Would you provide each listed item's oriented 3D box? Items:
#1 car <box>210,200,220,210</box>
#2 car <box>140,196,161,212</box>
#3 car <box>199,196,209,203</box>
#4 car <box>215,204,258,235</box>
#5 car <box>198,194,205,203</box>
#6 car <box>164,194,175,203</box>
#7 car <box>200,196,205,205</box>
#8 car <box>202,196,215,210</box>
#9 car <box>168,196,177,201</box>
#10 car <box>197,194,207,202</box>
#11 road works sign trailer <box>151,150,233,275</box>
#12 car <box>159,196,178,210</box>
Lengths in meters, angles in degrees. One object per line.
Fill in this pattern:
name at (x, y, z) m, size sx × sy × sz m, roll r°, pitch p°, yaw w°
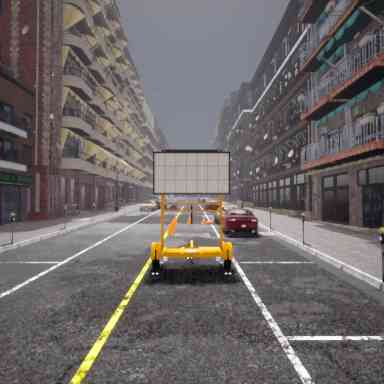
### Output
car at (2.586, 1.555, 24.514) m, size 1.752 × 1.417 × 4.829 m, roll 1°, pitch 0°, yaw 0°
car at (-5.293, 1.594, 40.828) m, size 1.752 × 1.417 × 4.829 m, roll 2°, pitch 0°, yaw 0°
car at (2.598, 1.626, 74.120) m, size 1.967 × 1.590 × 4.097 m, roll 1°, pitch 0°, yaw 0°
car at (2.586, 1.565, 18.812) m, size 1.887 × 1.381 × 4.507 m, roll 1°, pitch 0°, yaw 0°
car at (2.588, 1.684, 63.058) m, size 1.887 × 1.381 × 4.507 m, roll 1°, pitch 0°, yaw 0°
car at (-5.287, 1.526, 79.711) m, size 2.192 × 1.841 × 5.009 m, roll 1°, pitch 0°, yaw 0°
car at (2.586, 1.635, 46.466) m, size 2.008 × 1.369 × 4.403 m, roll 1°, pitch 0°, yaw 0°
car at (2.586, 1.614, 40.934) m, size 1.887 × 1.381 × 4.507 m, roll 1°, pitch 0°, yaw 0°
car at (-5.293, 1.830, 90.773) m, size 1.947 × 1.339 × 4.313 m, roll 1°, pitch 0°, yaw 0°
car at (2.559, 1.551, 85.182) m, size 2.192 × 1.841 × 5.009 m, roll 1°, pitch 0°, yaw 0°
road works sign trailer at (-0.009, 0.473, 10.485) m, size 2.380 × 3.560 × 2.880 m, roll 0°, pitch 0°, yaw 0°
car at (-2.749, 1.562, 41.640) m, size 2.128 × 1.511 × 4.902 m, roll 0°, pitch 0°, yaw 0°
